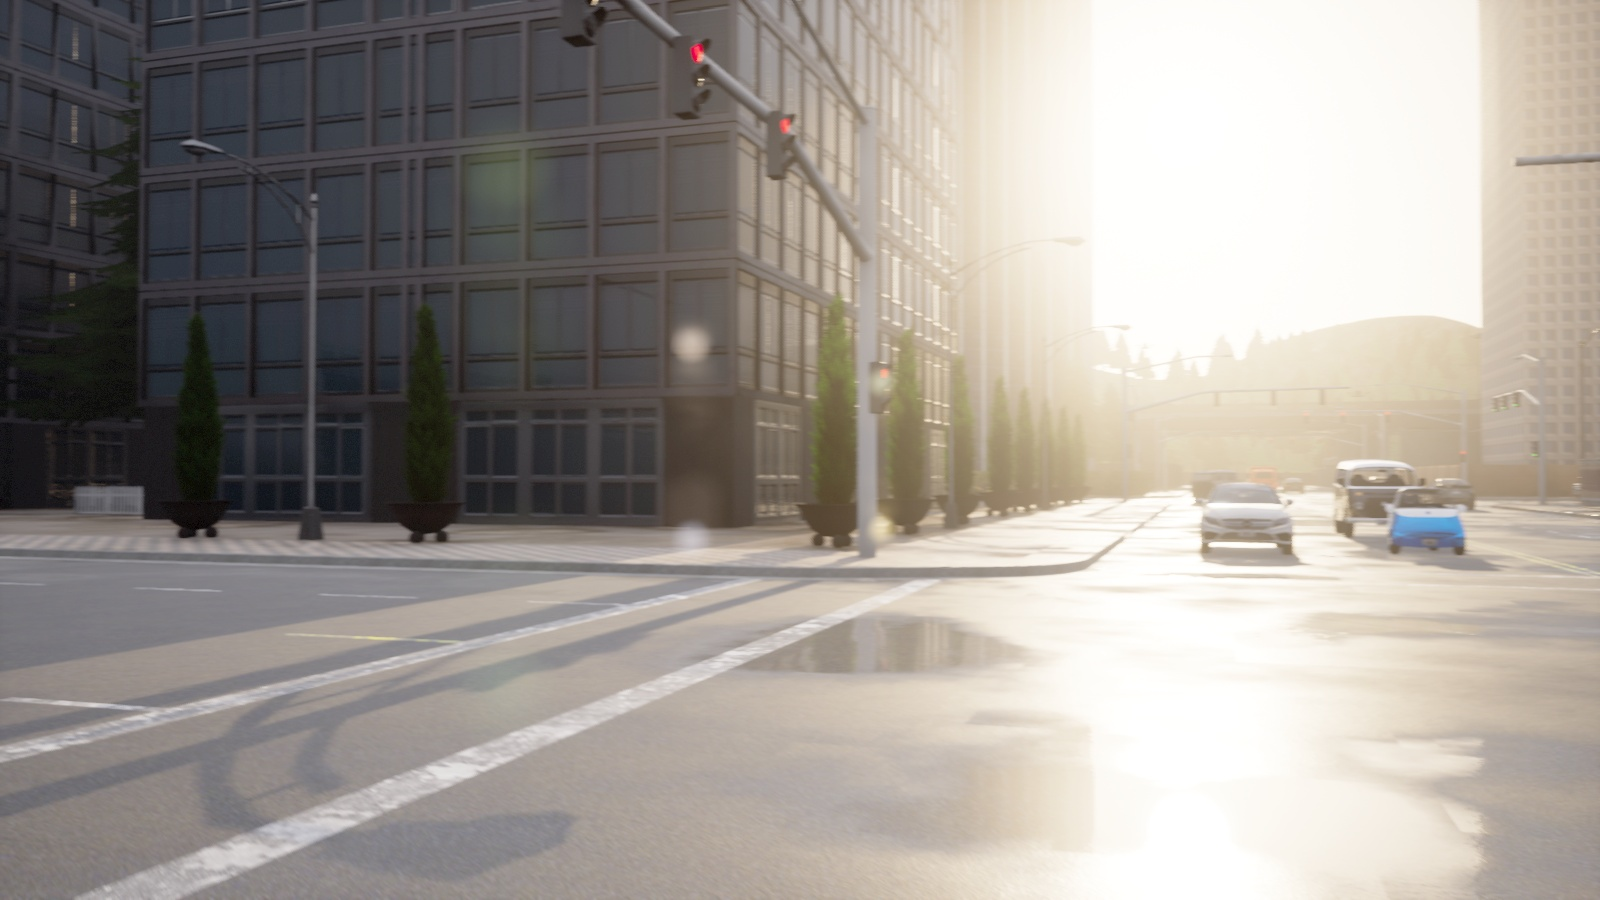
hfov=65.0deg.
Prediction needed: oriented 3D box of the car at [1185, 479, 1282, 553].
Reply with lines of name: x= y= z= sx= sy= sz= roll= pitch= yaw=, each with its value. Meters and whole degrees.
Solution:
car: x=9.353 y=1.359 z=27.318 sx=1.812 sy=1.442 sz=4.674 roll=-1 pitch=-1 yaw=18

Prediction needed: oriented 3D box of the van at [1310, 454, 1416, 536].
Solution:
van: x=15.107 y=1.150 z=33.932 sx=2.069 sy=2.038 sz=4.480 roll=-1 pitch=0 yaw=17

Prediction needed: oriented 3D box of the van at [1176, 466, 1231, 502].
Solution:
van: x=22.930 y=1.918 z=71.469 sx=1.775 sy=1.987 sz=4.442 roll=0 pitch=-1 yaw=1

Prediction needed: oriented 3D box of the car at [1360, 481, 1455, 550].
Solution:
car: x=12.752 y=1.348 z=26.456 sx=1.481 sy=1.376 sz=2.207 roll=-1 pitch=-2 yaw=18

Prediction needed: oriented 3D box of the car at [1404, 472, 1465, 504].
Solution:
car: x=31.395 y=1.865 z=62.264 sx=2.007 sy=1.525 sz=4.514 roll=-1 pitch=-1 yaw=18
